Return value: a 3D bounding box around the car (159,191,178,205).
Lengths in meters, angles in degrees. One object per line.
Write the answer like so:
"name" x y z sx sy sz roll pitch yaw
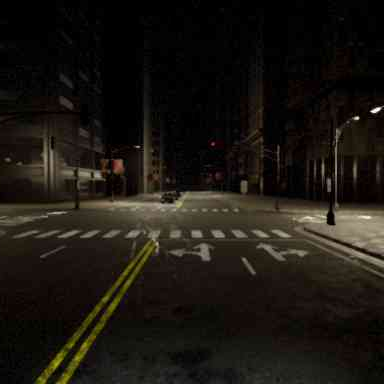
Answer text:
"car" -3.250 0.946 44.565 1.837 1.490 4.892 0 3 0

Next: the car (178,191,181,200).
"car" -3.249 0.725 57.080 2.128 1.511 4.902 0 2 0

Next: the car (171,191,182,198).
"car" -3.250 0.569 69.686 1.994 1.385 4.181 0 1 0
